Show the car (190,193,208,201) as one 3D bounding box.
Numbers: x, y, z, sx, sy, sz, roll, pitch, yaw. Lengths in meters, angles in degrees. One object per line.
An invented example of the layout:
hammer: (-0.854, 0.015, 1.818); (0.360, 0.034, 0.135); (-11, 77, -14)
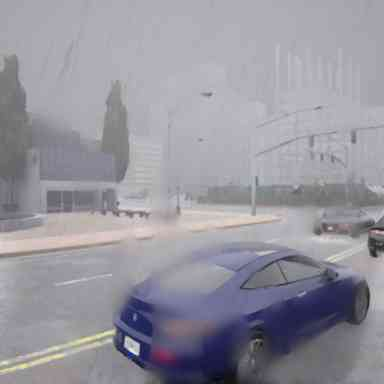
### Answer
car: (2.096, 1.291, 74.447); (1.970, 1.475, 3.806); (0, 0, 44)

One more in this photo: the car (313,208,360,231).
car: (7.888, 1.528, 17.203); (1.994, 1.385, 4.181); (0, 0, 43)

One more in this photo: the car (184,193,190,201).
car: (0.012, 1.053, 76.457); (1.905, 1.878, 3.866); (0, 0, 44)

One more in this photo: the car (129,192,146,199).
car: (-14.189, 1.059, 90.001); (1.905, 1.878, 3.866); (0, 0, 44)

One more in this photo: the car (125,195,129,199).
car: (-16.242, 1.057, 92.042); (1.932, 1.855, 4.605); (0, 0, 44)

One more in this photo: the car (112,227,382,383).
car: (1.062, 1.517, 5.186); (4.674, 1.442, 1.812); (0, 0, -41)

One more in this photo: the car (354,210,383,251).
car: (7.747, 1.462, 11.790); (2.128, 1.511, 4.902); (0, 0, 43)
